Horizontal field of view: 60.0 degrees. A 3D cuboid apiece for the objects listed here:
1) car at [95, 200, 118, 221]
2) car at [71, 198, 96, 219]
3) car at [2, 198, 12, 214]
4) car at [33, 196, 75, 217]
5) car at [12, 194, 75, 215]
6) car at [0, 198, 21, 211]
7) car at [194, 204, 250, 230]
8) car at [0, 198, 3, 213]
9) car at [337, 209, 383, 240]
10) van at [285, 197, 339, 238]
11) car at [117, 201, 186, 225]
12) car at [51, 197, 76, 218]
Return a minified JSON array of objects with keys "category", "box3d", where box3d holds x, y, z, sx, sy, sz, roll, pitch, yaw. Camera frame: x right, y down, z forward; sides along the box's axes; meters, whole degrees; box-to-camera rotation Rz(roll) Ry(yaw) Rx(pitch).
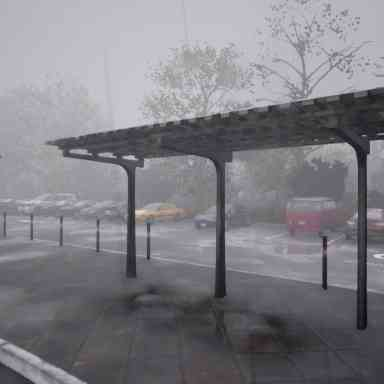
[{"category":"car","box3d":[-4.721,1.495,26.040,2.163,1.488,4.792,0,0,35]},{"category":"car","box3d":[-6.999,1.461,27.625,2.231,1.521,4.892,0,0,35]},{"category":"car","box3d":[-16.067,1.442,34.030,2.231,1.521,4.892,0,0,35]},{"category":"car","box3d":[-11.531,1.450,30.832,2.097,1.535,5.008,0,0,35]},{"category":"car","box3d":[-13.815,1.194,32.408,2.435,2.045,5.566,0,0,35]},{"category":"car","box3d":[-22.876,1.443,38.823,2.163,1.488,4.792,0,0,35]},{"category":"car","box3d":[2.041,1.510,21.180,2.163,1.488,4.792,0,0,35]},{"category":"car","box3d":[-18.334,1.433,35.636,2.097,1.535,5.008,0,0,35]},{"category":"car","box3d":[8.850,1.536,16.390,2.002,1.452,4.674,0,0,35]},{"category":"van","box3d":[6.655,1.264,18.091,1.878,1.987,4.442,0,0,35]},{"category":"car","box3d":[-2.580,1.467,24.261,1.946,1.575,5.366,0,0,35]},{"category":"car","box3d":[-9.265,1.455,29.228,2.097,1.535,5.008,0,0,35]}]
